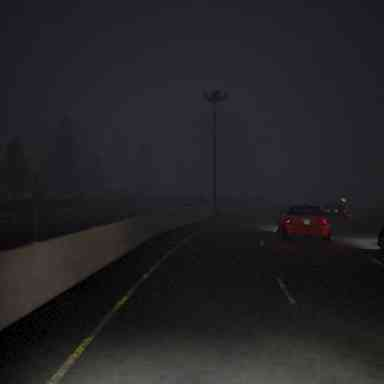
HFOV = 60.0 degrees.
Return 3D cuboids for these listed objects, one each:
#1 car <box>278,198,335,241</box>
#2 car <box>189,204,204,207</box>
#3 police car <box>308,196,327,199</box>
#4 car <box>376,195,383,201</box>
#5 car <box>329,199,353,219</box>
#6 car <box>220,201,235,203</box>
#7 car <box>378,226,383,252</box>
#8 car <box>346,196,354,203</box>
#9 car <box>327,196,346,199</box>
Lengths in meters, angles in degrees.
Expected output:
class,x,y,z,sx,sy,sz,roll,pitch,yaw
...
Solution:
class,x,y,z,sx,sy,sz,roll,pitch,yaw
car,5.570,1.388,17.039,2.097,1.767,4.553,0,0,11
car,0.853,1.599,46.550,2.033,1.411,5.357,0,0,27
police car,23.026,1.564,62.644,1.930,1.638,5.238,0,0,41
car,47.420,1.447,81.575,4.553,1.767,2.097,0,0,-28
car,12.692,1.618,29.606,2.033,1.411,5.357,0,0,21
car,4.690,1.541,46.244,1.882,1.535,5.008,0,0,28
car,8.075,1.389,11.017,2.097,1.767,4.553,0,0,7
car,33.935,1.662,73.240,5.008,1.535,1.882,0,0,-40
car,29.620,1.644,69.441,5.008,1.535,1.882,0,0,-43
